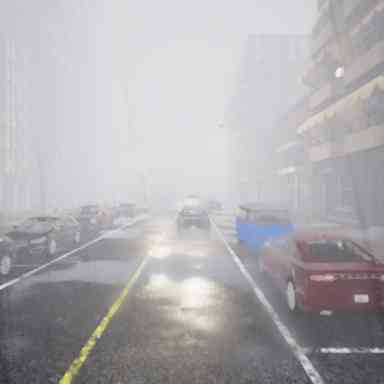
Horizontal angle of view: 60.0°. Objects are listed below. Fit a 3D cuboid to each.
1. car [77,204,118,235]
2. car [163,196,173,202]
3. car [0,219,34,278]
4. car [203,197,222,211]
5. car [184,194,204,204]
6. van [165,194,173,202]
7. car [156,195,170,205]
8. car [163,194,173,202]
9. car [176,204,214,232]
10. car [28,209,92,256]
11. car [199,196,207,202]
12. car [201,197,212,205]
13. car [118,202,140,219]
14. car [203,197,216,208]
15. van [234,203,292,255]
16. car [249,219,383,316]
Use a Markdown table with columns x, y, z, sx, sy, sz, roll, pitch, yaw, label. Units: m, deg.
| x | y | z | sx | sy | sz | roll | pitch | yaw | label |
| --- | --- | --- | --- | --- | --- | --- | --- | --- | --- |
| -5.707 | 1.463 | 18.543 | 1.967 | 1.590 | 4.097 | 0 | 0 | 0 | car |
| -5.748 | 1.707 | 79.294 | 1.947 | 1.339 | 4.313 | 0 | 0 | 0 | car |
| -5.699 | 1.560 | 7.496 | 2.008 | 1.369 | 4.403 | 0 | 0 | 0 | car |
| 2.660 | 1.620 | 40.639 | 1.947 | 1.339 | 4.313 | 0 | 0 | 0 | car |
| 0.070 | 1.282 | 44.656 | 2.150 | 2.045 | 5.566 | 0 | 0 | 0 | car |
| -5.753 | 1.497 | 84.818 | 1.690 | 1.788 | 3.998 | 0 | 0 | 0 | van |
| -5.737 | 1.668 | 62.726 | 1.947 | 1.339 | 4.313 | 0 | 0 | 0 | car |
| -5.746 | 1.442 | 73.772 | 2.192 | 1.841 | 5.009 | 0 | 0 | 0 | car |
| 0.086 | 1.625 | 20.094 | 1.895 | 1.301 | 4.718 | 0 | 0 | 0 | car |
| -5.703 | 1.567 | 13.020 | 2.008 | 1.369 | 4.403 | 0 | 0 | 0 | car |
| 2.632 | 1.685 | 79.299 | 1.887 | 1.381 | 4.507 | 0 | 0 | 0 | car |
| 2.643 | 1.645 | 62.731 | 1.887 | 1.381 | 4.507 | 0 | 0 | 0 | car |
| -5.714 | 1.603 | 29.588 | 1.947 | 1.339 | 4.313 | 0 | 0 | 0 | car |
| 2.651 | 1.602 | 51.855 | 1.752 | 1.417 | 4.829 | 0 | 0 | 0 | car |
| 2.678 | 1.356 | 13.024 | 1.690 | 1.788 | 3.998 | 0 | 0 | 0 | van |
| 2.682 | 1.553 | 7.501 | 1.887 | 1.381 | 4.507 | 0 | 0 | 0 | car |
